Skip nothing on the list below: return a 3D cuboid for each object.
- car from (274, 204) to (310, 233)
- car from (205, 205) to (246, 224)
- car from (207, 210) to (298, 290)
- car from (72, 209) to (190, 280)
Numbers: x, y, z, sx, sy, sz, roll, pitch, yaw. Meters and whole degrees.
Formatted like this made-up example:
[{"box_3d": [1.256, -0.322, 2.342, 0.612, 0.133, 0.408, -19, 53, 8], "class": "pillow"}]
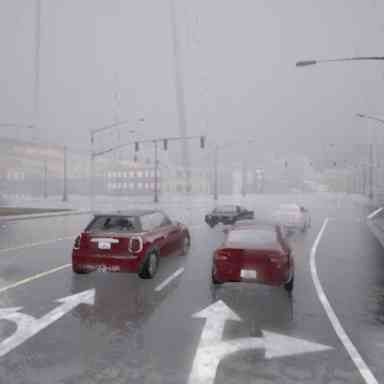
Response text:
[{"box_3d": [5.521, 1.392, 18.627, 1.812, 1.442, 4.674, 0, 0, 24], "class": "car"}, {"box_3d": [2.447, 1.450, 20.333, 1.895, 1.301, 4.718, 0, 0, 24], "class": "car"}, {"box_3d": [1.724, 1.460, 8.904, 1.812, 1.442, 4.674, 0, 1, 15], "class": "car"}, {"box_3d": [-1.549, 1.276, 10.048, 2.097, 1.767, 4.553, 0, 1, 15], "class": "car"}]
